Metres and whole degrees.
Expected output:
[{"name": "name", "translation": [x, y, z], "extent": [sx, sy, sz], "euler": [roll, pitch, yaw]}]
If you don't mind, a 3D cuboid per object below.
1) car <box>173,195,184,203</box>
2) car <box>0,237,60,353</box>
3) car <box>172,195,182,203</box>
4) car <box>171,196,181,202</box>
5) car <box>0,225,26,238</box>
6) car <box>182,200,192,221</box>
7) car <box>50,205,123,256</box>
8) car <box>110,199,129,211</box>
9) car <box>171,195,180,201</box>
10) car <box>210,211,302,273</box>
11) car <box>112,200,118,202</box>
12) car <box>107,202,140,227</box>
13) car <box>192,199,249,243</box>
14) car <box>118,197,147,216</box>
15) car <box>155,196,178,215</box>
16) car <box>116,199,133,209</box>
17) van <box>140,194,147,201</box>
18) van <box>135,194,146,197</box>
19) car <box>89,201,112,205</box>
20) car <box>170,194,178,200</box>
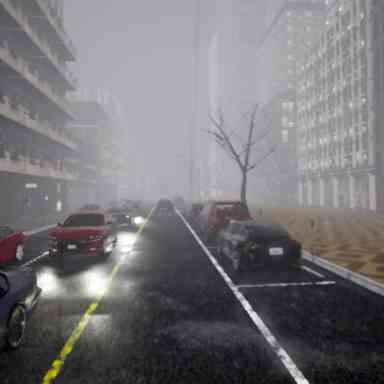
[{"name": "car", "translation": [-2.291, 1.532, 59.896], "extent": [1.947, 1.339, 4.313], "euler": [-1, 0, -5]}, {"name": "car", "translation": [-3.302, 1.597, 3.422], "extent": [2.033, 1.411, 5.357], "euler": [-1, 0, -5]}, {"name": "car", "translation": [-3.228, 1.419, 70.902], "extent": [1.967, 1.590, 4.097], "euler": [-1, 0, -5]}, {"name": "car", "translation": [-3.695, 1.537, 76.405], "extent": [2.008, 1.369, 4.403], "euler": [-1, 0, -5]}, {"name": "car", "translation": [-6.427, 1.637, 9.660], "extent": [1.887, 1.381, 4.507], "euler": [-1, 0, -5]}, {"name": "car", "translation": [0.518, 1.516, 26.878], "extent": [1.947, 1.339, 4.313], "euler": [-1, 0, -5]}, {"name": "car", "translation": [-4.147, 1.526, 13.360], "extent": [1.882, 1.535, 5.008], "euler": [-1, 0, -5]}, {"name": "car", "translation": [-9.222, 1.623, 42.509], "extent": [1.752, 1.417, 4.829], "euler": [-1, 0, -5]}, {"name": "car", "translation": [-4.163, 1.543, 81.909], "extent": [2.008, 1.369, 4.403], "euler": [-1, 0, -5]}, {"name": "car", "translation": [1.922, 1.515, 10.369], "extent": [1.947, 1.339, 4.313], "euler": [-1, 0, -5]}, {"name": "car", "translation": [-8.753, 1.621, 37.005], "extent": [1.752, 1.417, 4.829], "euler": [-1, 0, -5]}, {"name": "car", "translation": [-4.984, 1.649, 23.282], "extent": [1.895, 1.301, 4.718], "euler": [-1, 0, -5]}, {"name": "car", "translation": [1.451, 1.264, 15.872], "extent": [2.192, 1.841, 5.009], "euler": [-1, 0, -5]}, {"name": "car", "translation": [-5.827, 1.542, 33.648], "extent": [2.128, 1.511, 4.902], "euler": [-1, 0, -4]}, {"name": "car", "translation": [-2.776, 1.475, 34.337], "extent": [1.882, 1.535, 5.008], "euler": [-1, 0, -5]}, {"name": "car", "translation": [-9.704, 1.667, 48.180], "extent": [1.947, 1.339, 4.313], "euler": [-1, 0, -5]}, {"name": "van", "translation": [-13.451, 1.492, 92.205], "extent": [1.690, 1.788, 3.998], "euler": [-1, 0, -5]}, {"name": "van", "translation": [-12.048, 1.470, 75.696], "extent": [1.690, 1.788, 3.998], "euler": [-1, 0, -5]}, {"name": "car", "translation": [-7.831, 1.638, 26.168], "extent": [1.887, 1.381, 4.507], "euler": [-1, 0, -5]}, {"name": "car", "translation": [-5.100, 1.448, 92.914], "extent": [1.967, 1.590, 4.097], "euler": [-1, 0, -5]}]
